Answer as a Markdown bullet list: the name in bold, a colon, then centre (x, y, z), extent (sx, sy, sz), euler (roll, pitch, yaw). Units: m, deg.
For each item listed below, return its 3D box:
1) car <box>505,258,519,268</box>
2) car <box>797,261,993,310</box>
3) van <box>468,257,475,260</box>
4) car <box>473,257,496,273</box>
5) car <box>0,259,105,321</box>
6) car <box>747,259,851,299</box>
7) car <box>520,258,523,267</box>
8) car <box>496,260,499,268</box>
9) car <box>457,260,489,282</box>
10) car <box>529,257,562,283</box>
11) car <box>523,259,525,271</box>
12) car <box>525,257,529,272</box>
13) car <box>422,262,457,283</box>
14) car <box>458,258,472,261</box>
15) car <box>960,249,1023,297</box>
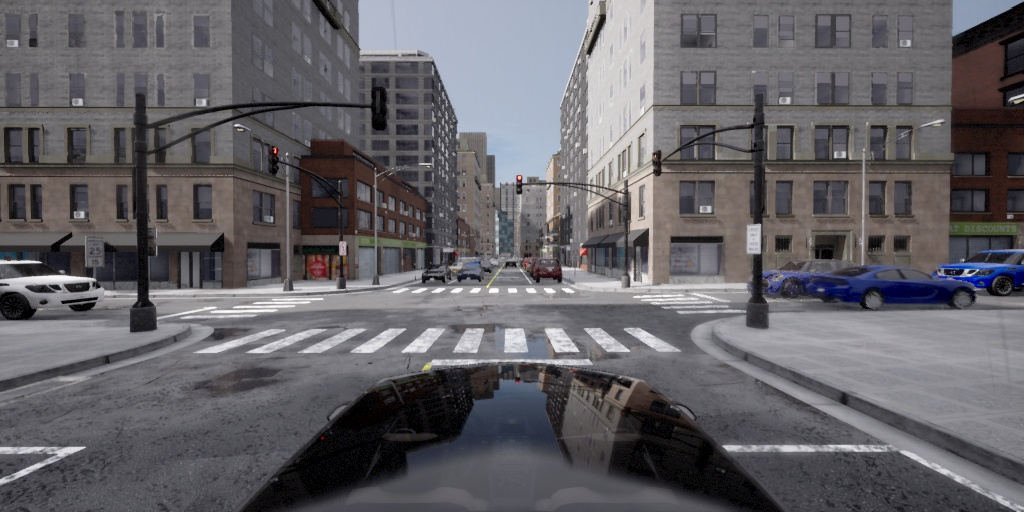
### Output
- **car**: centre (-0.181, 1.226, 61.313), extent (1.882, 1.535, 5.008), euler (0, 0, 0)
- **car**: centre (14.005, 1.094, 13.356), extent (5.008, 1.535, 1.882), euler (-1, 1, 1)
- **van**: centre (-5.866, 1.094, 44.860), extent (1.690, 1.789, 3.998), euler (0, 0, 0)
- **car**: centre (-3.284, 1.253, 42.540), extent (1.837, 1.490, 4.892), euler (0, 2, 0)
- **car**: centre (-18.453, 1.145, 12.964), extent (5.566, 2.045, 2.150), euler (-1, 1, -2)
- **car**: centre (13.399, 0.938, 16.423), extent (4.553, 1.767, 2.097), euler (-1, 1, -1)
- **car**: centre (2.638, 1.067, 50.486), extent (2.192, 1.841, 5.009), euler (0, 0, 0)
- **car**: centre (-3.287, 1.275, 62.565), extent (1.812, 1.442, 4.674), euler (0, 0, 0)
- **car**: centre (-3.222, 1.301, 28.995), extent (2.033, 1.411, 5.357), euler (0, 0, 0)
- **car**: centre (2.740, 1.068, 28.143), extent (2.192, 1.841, 5.009), euler (0, 0, 0)
- **car**: centre (2.663, 1.279, 45.071), extent (1.751, 1.417, 4.829), euler (0, 0, 0)
- **car**: centre (2.714, 1.069, 33.729), extent (2.192, 1.841, 5.009), euler (0, 0, 0)
- **car**: centre (-5.786, 1.319, 28.103), extent (1.948, 1.339, 4.313), euler (0, 0, 0)
- **car**: centre (-5.839, 1.279, 39.104), extent (1.751, 1.417, 4.829), euler (0, 0, 0)
- **car**: centre (22.974, 0.708, 16.533), extent (5.566, 2.045, 2.150), euler (-1, 1, 0)
